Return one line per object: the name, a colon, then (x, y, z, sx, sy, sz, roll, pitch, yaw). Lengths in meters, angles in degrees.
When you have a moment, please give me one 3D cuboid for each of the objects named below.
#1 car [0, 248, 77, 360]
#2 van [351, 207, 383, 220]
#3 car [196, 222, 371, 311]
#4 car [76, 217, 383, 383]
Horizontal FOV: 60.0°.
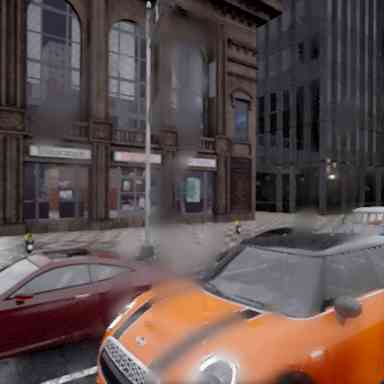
car: (-2.164, 1.588, 5.104, 4.206, 1.307, 1.802, 0, 0, -35)
van: (7.004, 1.407, 11.604, 3.998, 1.788, 1.690, 0, 0, -35)
car: (2.420, 1.602, 8.354, 4.313, 1.339, 1.947, 0, 0, -35)
car: (1.222, 1.370, 4.119, 4.553, 1.767, 2.097, 0, 0, -35)
